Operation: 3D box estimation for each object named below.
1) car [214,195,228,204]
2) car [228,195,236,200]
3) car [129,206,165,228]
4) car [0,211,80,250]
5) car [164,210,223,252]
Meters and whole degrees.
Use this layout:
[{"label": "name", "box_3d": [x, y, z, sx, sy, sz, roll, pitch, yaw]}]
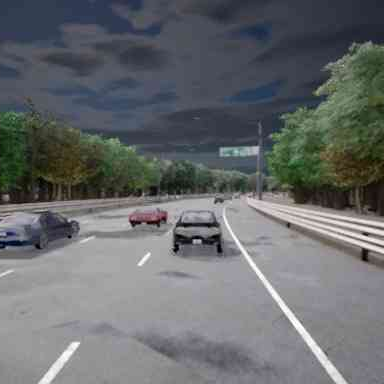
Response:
[{"label": "car", "box_3d": [5.508, 1.497, 65.706, 1.837, 1.490, 4.892, 0, 0, 9]}, {"label": "car", "box_3d": [9.904, 1.496, 88.767, 2.128, 1.511, 4.902, 0, 0, 12]}, {"label": "car", "box_3d": [-2.757, 1.604, 22.206, 1.895, 1.301, 4.718, 0, 0, 3]}, {"label": "car", "box_3d": [-6.634, 1.541, 14.349, 2.033, 1.411, 5.357, 0, 0, 2]}, {"label": "car", "box_3d": [0.274, 1.501, 13.979, 2.128, 1.511, 4.902, 0, 0, 2]}]
